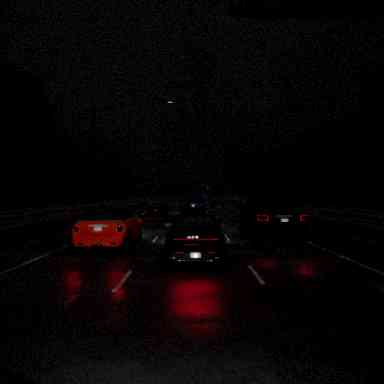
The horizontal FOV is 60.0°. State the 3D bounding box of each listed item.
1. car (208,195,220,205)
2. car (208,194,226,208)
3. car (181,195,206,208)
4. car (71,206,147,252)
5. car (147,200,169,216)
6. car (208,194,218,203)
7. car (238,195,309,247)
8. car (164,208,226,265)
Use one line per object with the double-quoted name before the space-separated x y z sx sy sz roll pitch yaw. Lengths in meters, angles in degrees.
"car" 4.184 1.542 62.859 2.097 1.767 4.553 0 0 2
"car" 3.807 1.460 50.968 2.097 1.767 4.553 0 0 1
"car" 0.121 1.280 31.092 2.150 2.045 5.566 0 0 0
"car" -3.403 1.363 14.150 2.097 1.767 4.553 0 0 0
"car" -3.360 1.545 33.345 1.882 1.535 5.008 0 0 0
"car" 4.928 1.604 78.785 2.150 2.045 5.566 0 -1 3
"car" 3.496 1.163 15.204 2.150 2.045 5.566 0 0 0
"car" 0.098 1.512 11.676 1.837 1.490 4.892 0 0 0
